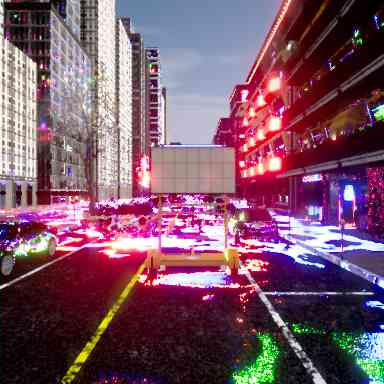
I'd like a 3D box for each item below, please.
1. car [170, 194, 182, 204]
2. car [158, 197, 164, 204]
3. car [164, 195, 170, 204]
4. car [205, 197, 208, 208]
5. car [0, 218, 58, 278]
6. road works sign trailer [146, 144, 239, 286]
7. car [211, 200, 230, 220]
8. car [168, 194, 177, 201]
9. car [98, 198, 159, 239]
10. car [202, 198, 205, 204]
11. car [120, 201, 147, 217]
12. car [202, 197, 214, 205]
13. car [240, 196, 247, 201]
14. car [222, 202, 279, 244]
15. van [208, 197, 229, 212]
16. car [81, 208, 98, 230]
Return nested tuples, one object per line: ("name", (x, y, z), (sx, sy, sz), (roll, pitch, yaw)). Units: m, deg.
("car", (-2.840, 1.606, 60.801), (1.994, 1.385, 4.181), (0, 0, 0))
("car", (-5.565, 1.553, 48.756), (1.752, 1.417, 4.829), (0, 0, 0))
("car", (-5.536, 1.585, 59.992), (1.887, 1.381, 4.507), (0, 0, 0))
("car", (2.787, 1.458, 37.839), (1.967, 1.590, 4.097), (0, 0, 0))
("car", (-5.664, 1.546, 10.197), (1.887, 1.381, 4.507), (0, 0, 0))
("road works sign trailer", (0.024, 0.465, 9.385), (2.380, 3.560, 2.880), (0, 0, 0))
("car", (2.759, 1.592, 26.774), (1.802, 1.307, 4.206), (0, 0, 0))
("car", (-5.453, 1.410, 92.380), (2.192, 1.841, 5.009), (0, 0, 0))
("car", (-3.056, 1.356, 17.165), (2.097, 1.767, 4.553), (0, 0, 0))
("car", (2.816, 1.579, 48.904), (2.008, 1.369, 4.403), (0, 0, 0))
("car", (-5.607, 1.596, 32.329), (1.802, 1.307, 4.206), (0, 0, 0))
("car", (2.844, 1.591, 59.970), (2.008, 1.369, 4.403), (0, 0, 0))
("car", (13.631, 1.410, 79.348), (4.403, 1.369, 2.008), (-1, 1, 0))
("car", (2.730, 1.443, 15.708), (1.967, 1.590, 4.097), (0, 0, 0))
("van", (2.773, 1.355, 32.306), (1.690, 1.788, 3.998), (0, 0, 0))
("car", (-5.636, 1.531, 21.093), (1.752, 1.417, 4.829), (0, 0, 0))
